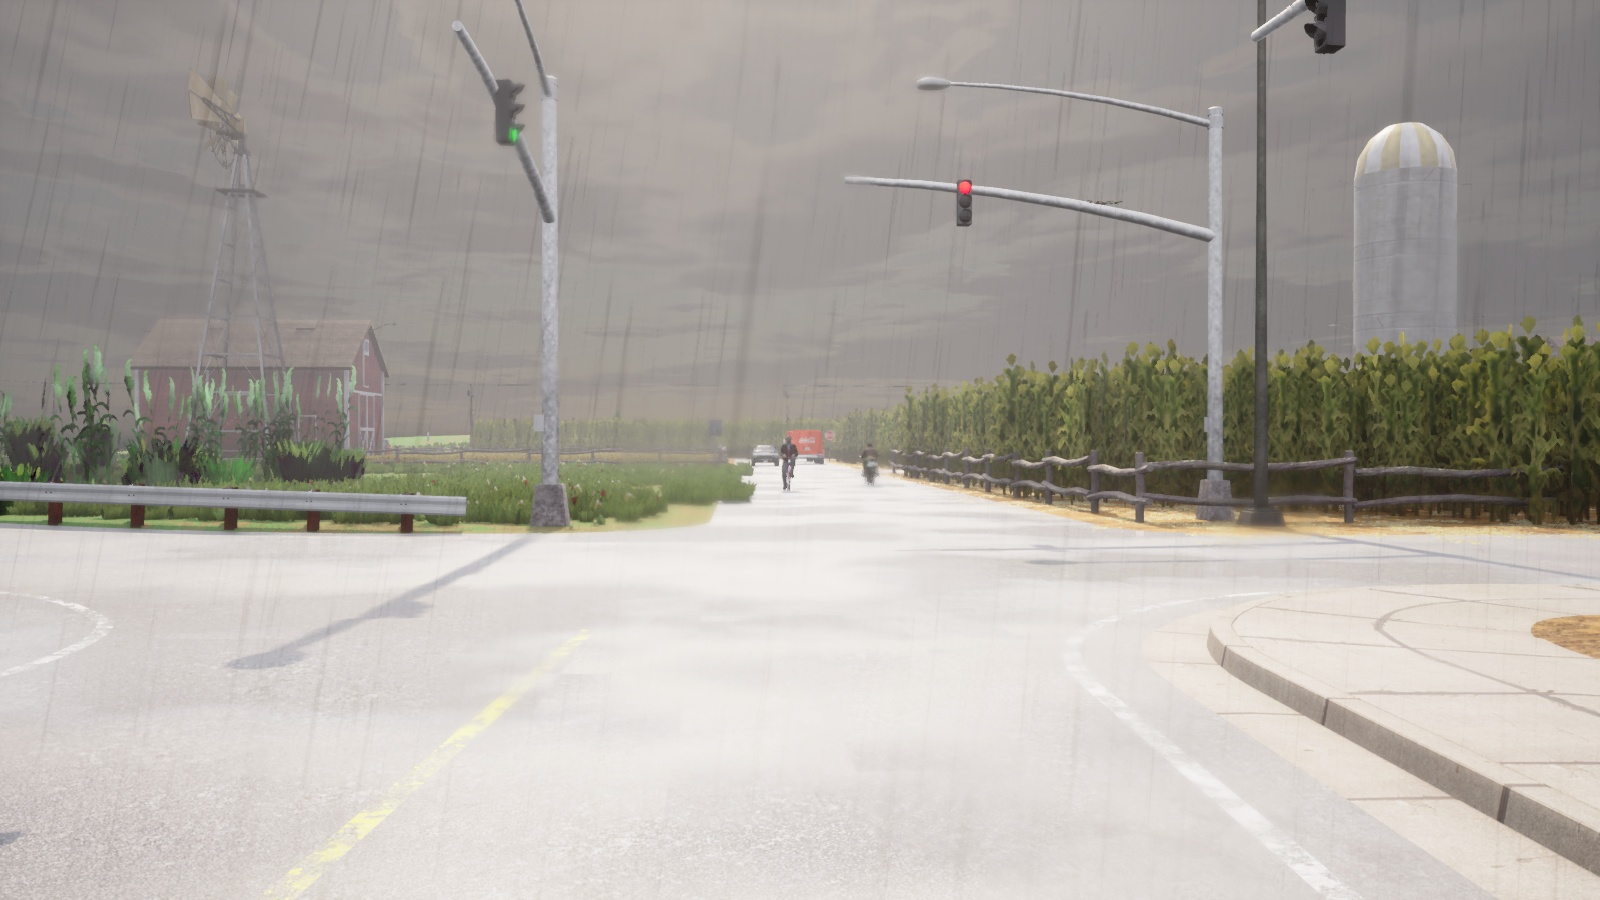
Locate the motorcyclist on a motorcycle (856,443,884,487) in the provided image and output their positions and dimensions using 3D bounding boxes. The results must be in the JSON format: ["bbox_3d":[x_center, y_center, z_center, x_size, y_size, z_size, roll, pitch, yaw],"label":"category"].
[{"bbox_3d":[2.499,0.513,44.798,0.797,1.523,2.044,0,0,-3],"label":"motorcyclist on a motorcycle"}]

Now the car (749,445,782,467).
[{"bbox_3d":[-2.314,0.358,83.069,2.033,1.411,5.357,0,0,-3],"label":"car"}]

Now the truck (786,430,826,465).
[{"bbox_3d":[0.401,-0.220,91.763,2.627,2.467,5.204,0,1,-3],"label":"truck"}]
